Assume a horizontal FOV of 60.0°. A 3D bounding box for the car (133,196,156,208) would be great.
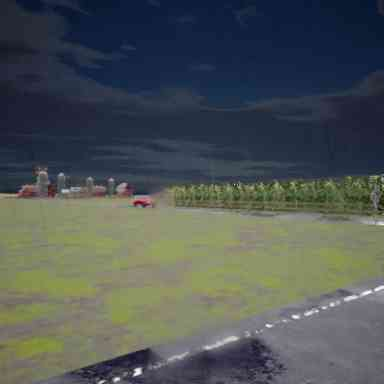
[{"bbox_3d":[-8.233,1.660,57.555,2.150,2.045,5.566,0,-1,-34],"label":"car"}]
